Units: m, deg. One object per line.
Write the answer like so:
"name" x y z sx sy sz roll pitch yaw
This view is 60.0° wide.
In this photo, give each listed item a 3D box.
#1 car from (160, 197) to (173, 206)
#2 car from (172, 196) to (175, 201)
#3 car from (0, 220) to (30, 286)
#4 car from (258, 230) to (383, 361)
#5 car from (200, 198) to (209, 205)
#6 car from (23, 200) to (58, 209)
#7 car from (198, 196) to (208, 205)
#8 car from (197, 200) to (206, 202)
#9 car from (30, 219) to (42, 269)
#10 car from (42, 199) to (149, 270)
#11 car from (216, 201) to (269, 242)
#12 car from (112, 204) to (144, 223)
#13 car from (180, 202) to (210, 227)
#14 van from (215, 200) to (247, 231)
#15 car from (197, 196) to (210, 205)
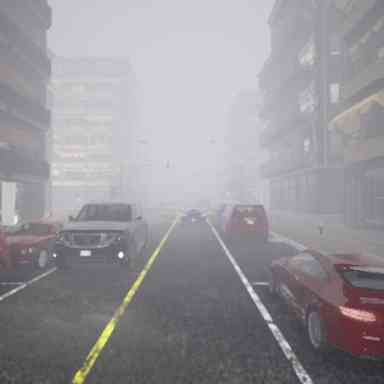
"car" -5.308 2.065 66.127 1.947 1.339 4.313 1 0 0
"car" -5.309 2.110 71.688 1.947 1.339 4.313 1 0 0
"car" -5.294 1.354 5.925 2.192 1.841 5.009 1 0 0
"car" 2.547 1.620 5.870 1.802 1.307 4.206 1 0 0
"car" 2.572 2.071 71.904 1.752 1.417 4.829 1 0 0
"car" -24.452 2.084 53.860 4.829 1.417 1.752 0 -1 0
"car" 2.574 1.907 77.300 2.192 1.841 5.009 1 -1 0
"car" 0.105 1.810 33.973 1.994 1.385 4.181 0 0 0
"car" -5.300 1.621 11.455 1.887 1.381 4.507 1 0 0
"car" -2.830 1.298 11.639 2.150 2.045 5.566 0 0 0
"car" 2.550 1.430 16.934 2.192 1.841 5.009 1 0 0
"car" -5.304 1.782 28.048 1.802 1.307 4.206 1 0 0
"car" 0.098 1.695 24.120 1.812 1.442 4.674 0 0 0
"van" 2.549 1.497 22.465 1.690 1.788 3.998 1 0 0
"car" 2.576 1.814 66.176 2.192 1.841 5.009 1 0 0
